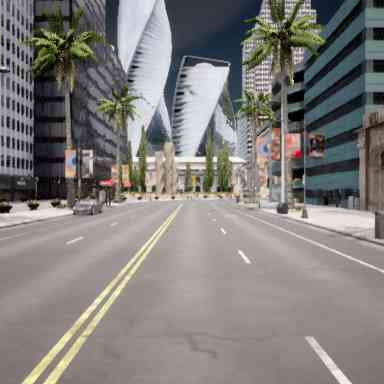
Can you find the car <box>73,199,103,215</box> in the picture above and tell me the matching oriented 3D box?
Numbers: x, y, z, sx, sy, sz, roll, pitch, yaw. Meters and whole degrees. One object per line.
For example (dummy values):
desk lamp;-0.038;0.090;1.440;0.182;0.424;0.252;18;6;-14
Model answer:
car;-10.086;1.429;32.549;2.231;1.521;4.892;0;0;0
